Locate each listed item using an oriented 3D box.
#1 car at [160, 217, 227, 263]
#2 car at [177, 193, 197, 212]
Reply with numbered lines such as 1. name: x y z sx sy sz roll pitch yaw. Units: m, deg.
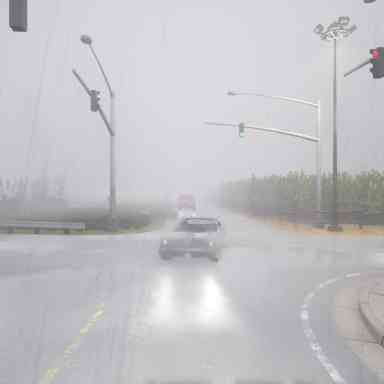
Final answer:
1. car: 0.223 1.649 12.416 1.895 1.301 4.718 0 0 9
2. car: -0.668 1.223 40.548 2.150 2.045 5.566 0 1 -3
